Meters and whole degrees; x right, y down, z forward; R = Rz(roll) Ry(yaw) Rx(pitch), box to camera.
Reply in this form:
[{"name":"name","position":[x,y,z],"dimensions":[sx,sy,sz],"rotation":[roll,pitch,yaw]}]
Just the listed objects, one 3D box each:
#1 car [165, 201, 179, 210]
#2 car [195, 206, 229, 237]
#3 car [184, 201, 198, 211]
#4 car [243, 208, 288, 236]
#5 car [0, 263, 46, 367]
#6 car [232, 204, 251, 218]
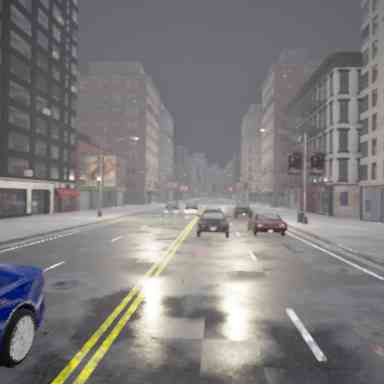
[{"name":"car","position":[-3.235,2.203,54.642],"dimensions":[1.812,1.442,4.674],"rotation":[1,-1,4]},{"name":"car","position":[1.267,1.811,20.080],"dimensions":[1.812,1.442,4.674],"rotation":[1,-1,3]},{"name":"car","position":[-0.024,2.238,53.959],"dimensions":[1.812,1.442,4.674],"rotation":[1,-1,4]},{"name":"car","position":[4.579,1.942,20.912],"dimensions":[1.895,1.301,4.718],"rotation":[1,-1,4]},{"name":"car","position":[-3.257,1.476,3.035],"dimensions":[1.882,1.535,5.008],"rotation":[1,-1,4]},{"name":"car","position":[5.590,2.073,37.075],"dimensions":[1.837,1.490,4.892],"rotation":[1,0,4]}]
